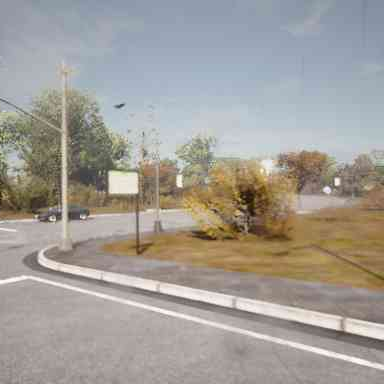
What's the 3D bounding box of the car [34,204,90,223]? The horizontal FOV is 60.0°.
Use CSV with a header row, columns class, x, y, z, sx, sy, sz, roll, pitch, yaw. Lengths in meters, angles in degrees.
class,x,y,z,sx,sy,sz,roll,pitch,yaw
car,-11.524,1.847,29.714,1.837,1.490,4.892,-1,0,39
